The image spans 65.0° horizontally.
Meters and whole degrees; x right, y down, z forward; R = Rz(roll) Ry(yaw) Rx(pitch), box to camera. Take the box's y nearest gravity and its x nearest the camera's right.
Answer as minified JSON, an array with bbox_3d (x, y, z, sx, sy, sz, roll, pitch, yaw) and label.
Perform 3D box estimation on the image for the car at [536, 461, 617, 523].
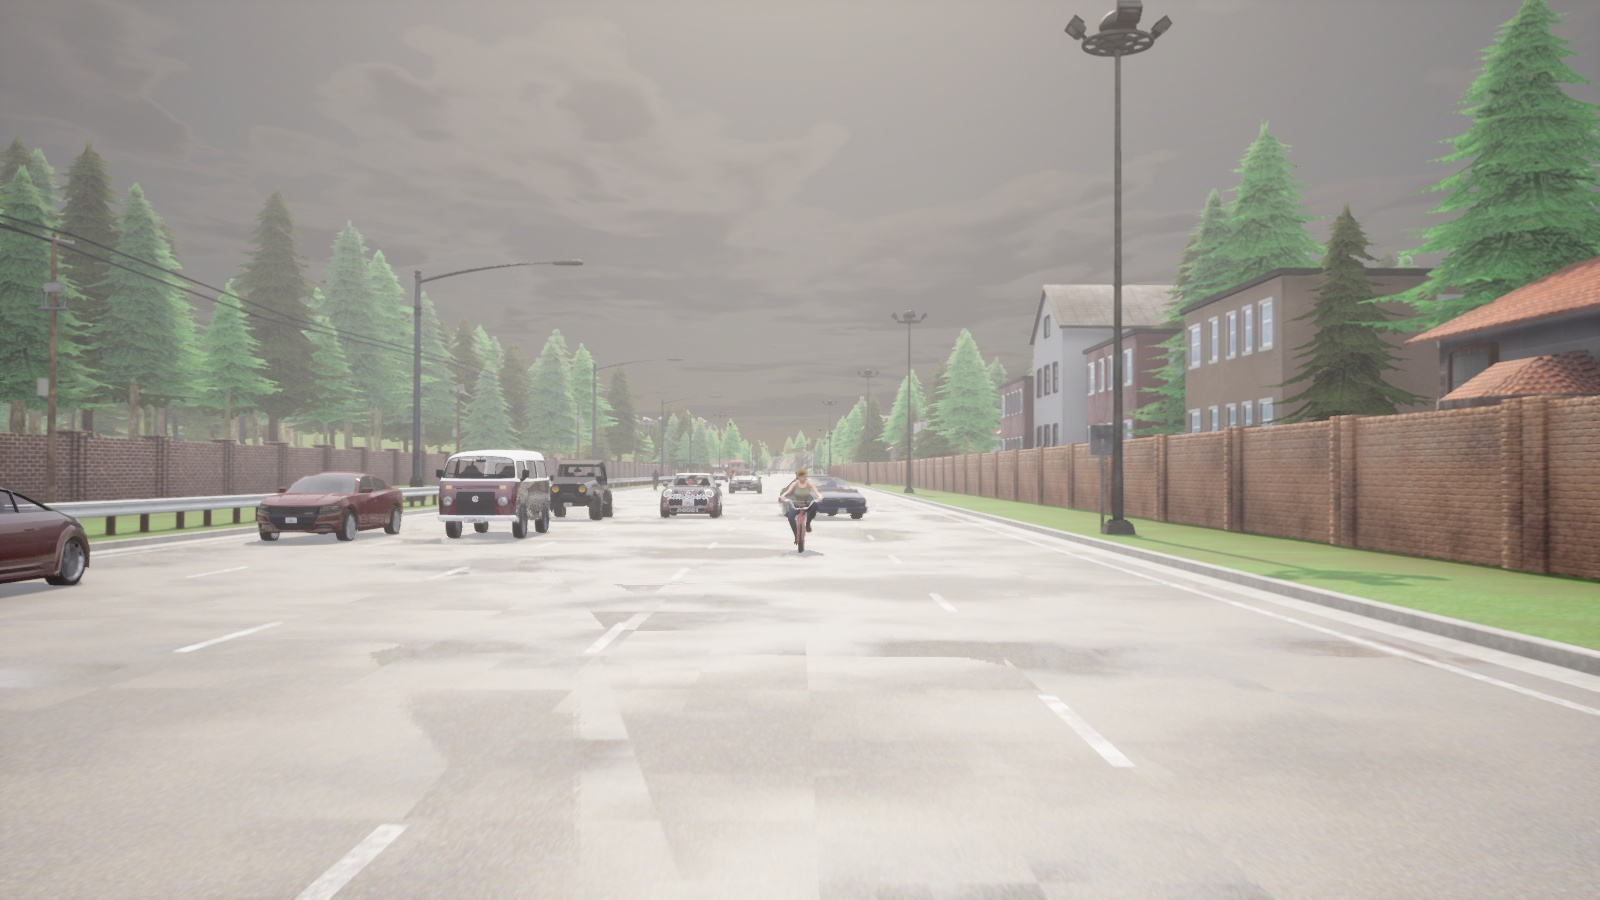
[{"bbox_3d":[-7.101,1.312,40.233,1.905,1.878,3.866,0,-1,0],"label":"car"}]

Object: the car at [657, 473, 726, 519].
[{"bbox_3d":[-3.605,1.503,42.300,1.970,1.475,3.806,0,-1,0],"label":"car"}]

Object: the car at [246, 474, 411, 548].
[{"bbox_3d":[-10.571,1.313,28.590,1.882,1.535,5.008,0,-1,0],"label":"car"}]

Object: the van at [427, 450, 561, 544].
[{"bbox_3d":[-7.074,1.061,29.538,2.069,2.038,4.480,0,-1,0],"label":"van"}]

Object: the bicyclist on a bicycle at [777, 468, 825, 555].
[{"bbox_3d":[0.032,1.155,24.100,0.866,1.612,1.509,0,-1,2],"label":"bicyclist on a bicycle"}]

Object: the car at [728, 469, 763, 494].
[{"bbox_3d":[-3.715,2.119,86.321,2.242,1.667,4.611,0,-1,0],"label":"car"}]

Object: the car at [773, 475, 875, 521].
[{"bbox_3d":[0.707,1.562,41.990,2.033,1.411,5.357,0,-1,-15],"label":"car"}]

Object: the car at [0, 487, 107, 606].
[{"bbox_3d":[-10.538,1.175,15.209,1.994,1.385,4.181,0,-1,0],"label":"car"}]
